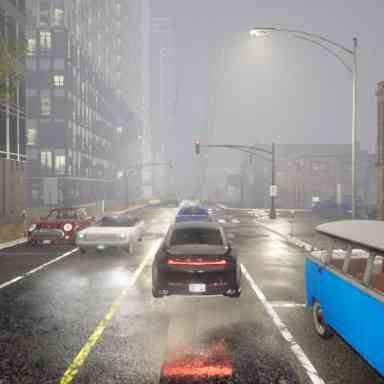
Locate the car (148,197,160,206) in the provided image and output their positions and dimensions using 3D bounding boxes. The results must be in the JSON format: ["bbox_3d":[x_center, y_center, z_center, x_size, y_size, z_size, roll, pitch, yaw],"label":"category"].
[{"bbox_3d":[-5.907,1.512,52.863,1.752,1.417,4.829,-1,0,0],"label":"car"}]

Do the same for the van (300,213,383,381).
[{"bbox_3d":[2.669,1.340,4.013,1.690,1.788,3.998,-1,0,0],"label":"van"}]

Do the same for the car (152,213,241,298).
[{"bbox_3d":[0.087,1.502,8.495,1.837,1.490,4.892,0,0,0],"label":"car"}]

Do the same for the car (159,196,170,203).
[{"bbox_3d":[-5.757,1.549,69.966,1.947,1.339,4.313,-1,0,0],"label":"car"}]

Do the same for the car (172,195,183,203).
[{"bbox_3d":[-3.089,1.508,71.377,2.128,1.511,4.902,0,0,0],"label":"car"}]

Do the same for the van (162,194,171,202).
[{"bbox_3d":[-5.767,1.323,75.610,1.690,1.788,3.998,-1,0,0],"label":"van"}]

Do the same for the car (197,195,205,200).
[{"bbox_3d":[2.562,1.531,92.498,2.008,1.369,4.403,-1,0,0],"label":"car"}]

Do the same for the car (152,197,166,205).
[{"bbox_3d":[-5.743,1.551,58.677,1.947,1.339,4.313,-1,0,0],"label":"car"}]

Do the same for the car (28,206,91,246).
[{"bbox_3d":[-5.723,1.436,15.086,1.967,1.590,4.097,-1,0,0],"label":"car"}]

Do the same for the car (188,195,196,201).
[{"bbox_3d":[-0.100,1.481,79.560,1.837,1.490,4.892,0,0,0],"label":"car"}]

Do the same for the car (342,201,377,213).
[{"bbox_3d":[16.379,1.793,29.985,4.313,1.339,1.947,1,0,1],"label":"car"}]

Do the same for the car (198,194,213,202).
[{"bbox_3d":[2.602,1.425,58.633,1.967,1.590,4.097,-1,0,0],"label":"car"}]

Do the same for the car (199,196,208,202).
[{"bbox_3d":[2.584,1.564,75.565,1.802,1.307,4.206,-1,0,0],"label":"car"}]

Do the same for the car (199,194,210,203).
[{"bbox_3d":[2.586,1.298,69.921,2.192,1.841,5.009,-1,0,0],"label":"car"}]

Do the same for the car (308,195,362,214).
[{"bbox_3d":[15.504,1.349,35.777,5.566,2.045,2.150,1,1,1],"label":"car"}]

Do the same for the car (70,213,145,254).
[{"bbox_3d":[-3.142,1.597,13.702,1.895,1.301,4.718,0,0,0],"label":"car"}]

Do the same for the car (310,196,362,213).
[{"bbox_3d":[16.477,1.411,38.362,5.009,1.841,2.192,1,0,1],"label":"car"}]

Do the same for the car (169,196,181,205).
[{"bbox_3d":[-3.145,1.462,61.105,1.882,1.535,5.008,0,0,0],"label":"car"}]

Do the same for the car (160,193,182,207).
[{"bbox_3d":[-3.164,1.208,51.213,2.150,2.045,5.566,0,0,1],"label":"car"}]

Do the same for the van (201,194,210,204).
[{"bbox_3d":[2.594,1.325,64.278,1.690,1.788,3.998,-1,0,0],"label":"van"}]

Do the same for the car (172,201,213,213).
[{"bbox_3d":[0.068,1.472,17.982,1.882,1.535,5.008,0,0,0],"label":"car"}]
